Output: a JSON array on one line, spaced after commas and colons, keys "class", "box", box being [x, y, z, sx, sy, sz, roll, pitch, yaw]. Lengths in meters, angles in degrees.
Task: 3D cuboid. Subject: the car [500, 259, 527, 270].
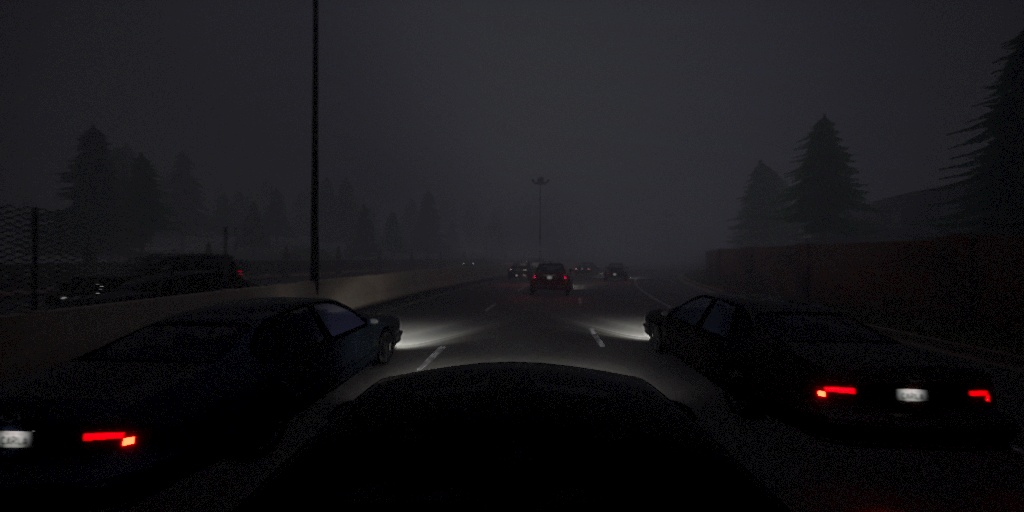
[{"class": "car", "box": [0.279, 1.232, 53.812, 1.882, 1.535, 5.008, 0, 0, 30]}]

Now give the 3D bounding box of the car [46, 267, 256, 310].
[{"class": "car", "box": [-10.023, 1.222, 10.618, 1.837, 1.490, 4.892, 0, -1, 6]}]

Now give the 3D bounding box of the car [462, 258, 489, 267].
[{"class": "car", "box": [-5.181, 1.086, 51.046, 2.097, 1.767, 4.553, 0, 0, 28]}]

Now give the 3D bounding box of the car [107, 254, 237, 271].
[{"class": "car", "box": [-13.229, 0.927, 13.608, 2.150, 2.045, 5.566, 0, 0, 7]}]

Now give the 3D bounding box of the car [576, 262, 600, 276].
[{"class": "car", "box": [7.898, 1.328, 37.601, 2.033, 1.411, 5.357, 0, 0, 23]}]

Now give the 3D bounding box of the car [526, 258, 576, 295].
[{"class": "car", "box": [2.319, 1.112, 20.259, 2.097, 1.767, 4.553, 0, 0, 11]}]

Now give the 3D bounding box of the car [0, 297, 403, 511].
[{"class": "car", "box": [-3.255, 1.286, 4.933, 2.033, 1.411, 5.357, 0, 0, 3]}]

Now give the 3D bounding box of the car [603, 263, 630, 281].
[{"class": "car", "box": [9.043, 1.310, 31.017, 1.812, 1.442, 4.674, 0, 0, 20]}]

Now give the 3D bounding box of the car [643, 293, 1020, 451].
[{"class": "car", "box": [3.780, 1.311, 5.761, 2.033, 1.411, 5.357, 0, 0, 3]}]

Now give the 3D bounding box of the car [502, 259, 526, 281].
[{"class": "car", "box": [1.066, 1.247, 29.175, 2.128, 1.511, 4.902, 0, 0, 17]}]
